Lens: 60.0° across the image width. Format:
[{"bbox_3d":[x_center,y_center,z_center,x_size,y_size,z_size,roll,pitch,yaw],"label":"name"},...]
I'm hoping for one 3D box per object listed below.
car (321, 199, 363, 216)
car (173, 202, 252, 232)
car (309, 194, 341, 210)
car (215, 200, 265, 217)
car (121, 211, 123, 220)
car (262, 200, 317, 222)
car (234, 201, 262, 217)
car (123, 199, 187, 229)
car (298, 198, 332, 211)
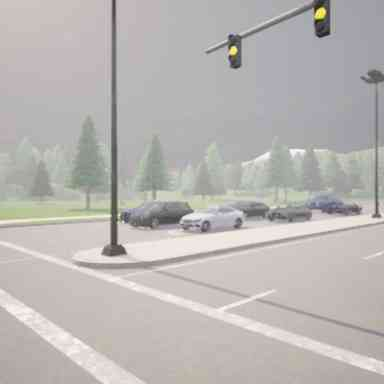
[{"bbox_3d":[15.153,1.627,33.102,4.718,1.301,1.895,0,0,-42],"label":"car"},{"bbox_3d":[1.384,1.563,20.500,4.674,1.442,1.812,0,0,-42],"label":"car"},{"bbox_3d":[15.074,1.253,37.762,5.566,2.045,2.150,-1,0,-42],"label":"car"},{"bbox_3d":[4.862,1.600,33.178,5.357,1.411,2.033,0,0,-42],"label":"car"},{"bbox_3d":[-3.126,1.536,25.861,5.008,1.535,1.882,0,0,-42],"label":"car"},{"bbox_3d":[7.806,1.596,26.395,4.181,1.385,1.994,0,0,-43],"label":"car"},{"bbox_3d":[4.813,1.548,28.390,4.892,1.490,1.837,0,0,-42],"label":"car"},{"bbox_3d":[-1.917,1.401,22.224,4.553,1.767,2.097,0,0,-42],"label":"car"},{"bbox_3d":[16.101,1.535,43.402,4.902,1.511,2.128,0,0,-42],"label":"car"}]
